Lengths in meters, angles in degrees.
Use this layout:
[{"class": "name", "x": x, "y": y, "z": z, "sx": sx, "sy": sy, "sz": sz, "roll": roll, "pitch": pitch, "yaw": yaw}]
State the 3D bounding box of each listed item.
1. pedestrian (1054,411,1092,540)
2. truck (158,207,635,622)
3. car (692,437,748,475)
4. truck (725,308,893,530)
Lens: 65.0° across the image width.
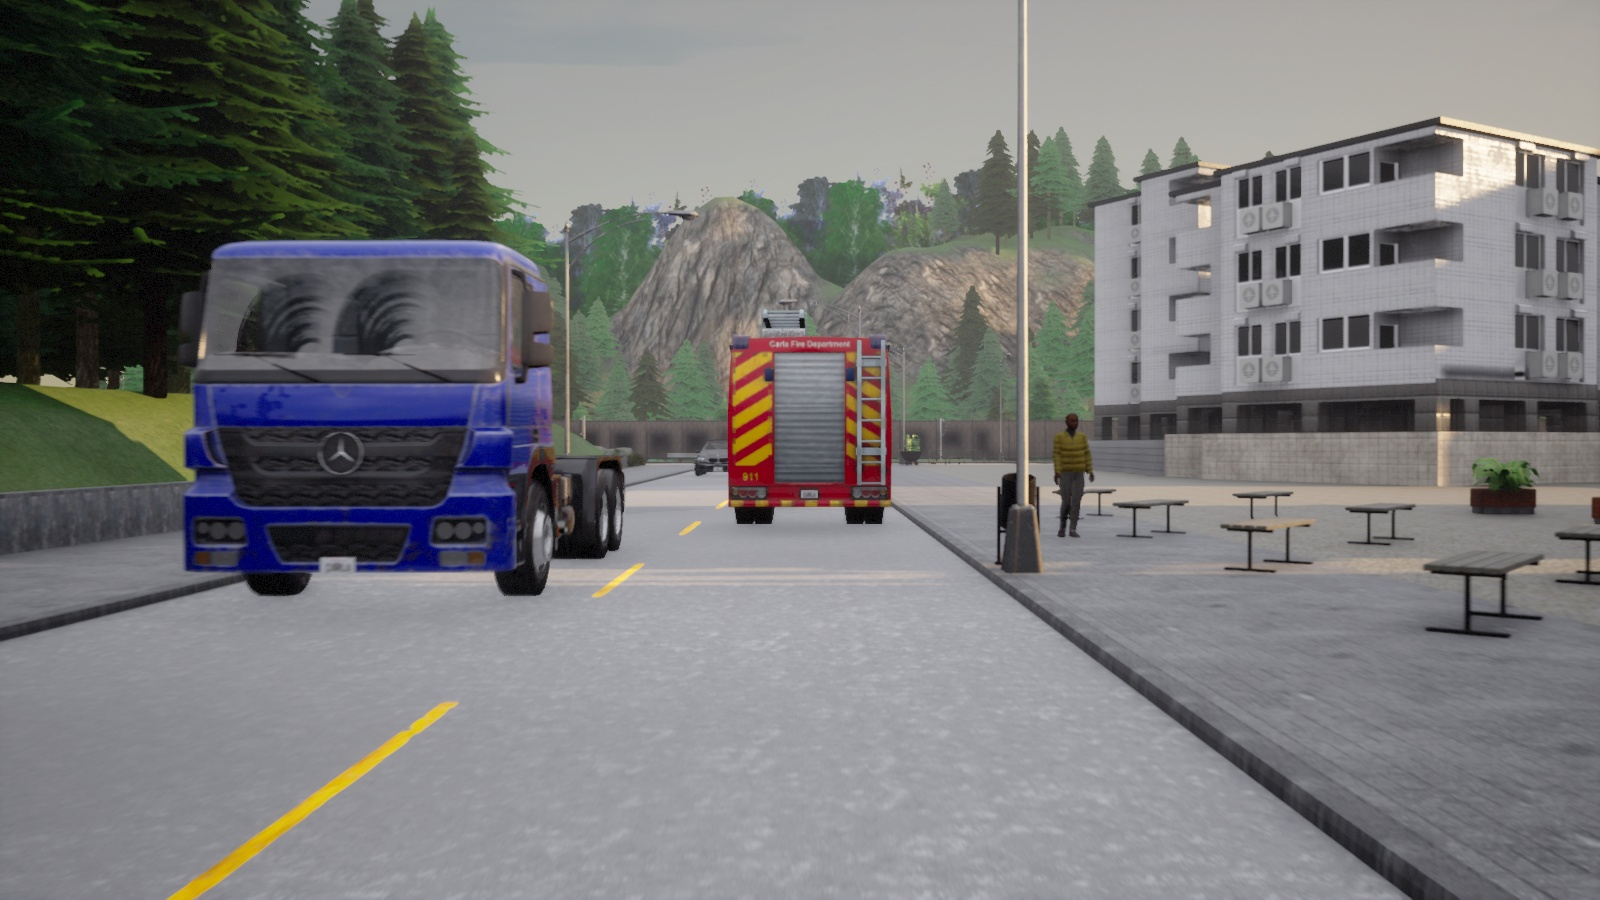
[{"class": "pedestrian", "x": 3.940, "y": 0.357, "z": 18.155, "sx": 0.370, "sy": 1.835, "sz": 0.726, "roll": 0, "pitch": 0, "yaw": -1}, {"class": "truck", "x": -3.890, "y": -0.320, "z": 14.455, "sx": 2.891, "sy": 3.462, "sz": 7.936, "roll": 0, "pitch": 0, "yaw": 0}, {"class": "car", "x": -3.621, "y": 0.262, "z": 57.664, "sx": 2.242, "sy": 1.667, "sz": 4.611, "roll": 0, "pitch": 0, "yaw": 0}, {"class": "truck", "x": 0.186, "y": -0.564, "z": 25.911, "sx": 2.891, "sy": 3.827, "sz": 8.468, "roll": 0, "pitch": 0, "yaw": 0}]
